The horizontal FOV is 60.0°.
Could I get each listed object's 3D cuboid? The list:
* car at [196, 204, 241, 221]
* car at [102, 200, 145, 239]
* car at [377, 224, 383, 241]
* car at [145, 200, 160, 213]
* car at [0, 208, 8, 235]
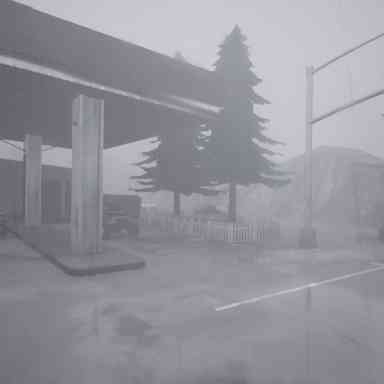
[{"bbox_3d":[2.107,1.755,27.873,1.812,1.442,4.674,1,0,-35],"label":"car"},{"bbox_3d":[-4.509,1.446,18.283,1.905,1.878,3.866,1,0,-36],"label":"car"},{"bbox_3d":[11.249,1.856,15.861,4.181,1.385,1.994,-2,-2,45],"label":"car"},{"bbox_3d":[-5.424,1.667,38.552,1.812,1.442,4.674,1,0,-35],"label":"car"},{"bbox_3d":[-11.640,1.520,18.488,2.242,1.667,4.611,1,0,-36],"label":"car"}]
